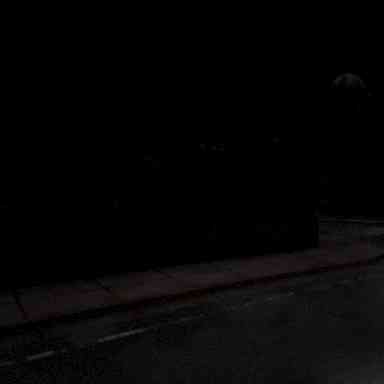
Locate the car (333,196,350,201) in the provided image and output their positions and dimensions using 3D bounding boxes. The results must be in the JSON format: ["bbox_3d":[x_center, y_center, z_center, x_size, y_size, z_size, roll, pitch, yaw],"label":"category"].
[{"bbox_3d":[24.971,1.487,55.692,2.242,1.667,4.611,0,0,35],"label":"car"}]
